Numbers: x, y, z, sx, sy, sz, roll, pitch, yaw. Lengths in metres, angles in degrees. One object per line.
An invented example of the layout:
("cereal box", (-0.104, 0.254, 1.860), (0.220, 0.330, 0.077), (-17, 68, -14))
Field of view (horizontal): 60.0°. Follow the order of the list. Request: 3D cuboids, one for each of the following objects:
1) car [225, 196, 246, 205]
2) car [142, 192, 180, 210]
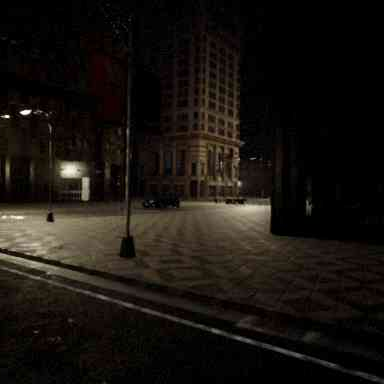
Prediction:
("car", (7.437, 1.445, 56.417), (1.882, 1.535, 5.008), (2, 1, 35))
("car", (-3.694, 1.056, 40.851), (2.150, 2.045, 5.566), (2, 1, 35))
